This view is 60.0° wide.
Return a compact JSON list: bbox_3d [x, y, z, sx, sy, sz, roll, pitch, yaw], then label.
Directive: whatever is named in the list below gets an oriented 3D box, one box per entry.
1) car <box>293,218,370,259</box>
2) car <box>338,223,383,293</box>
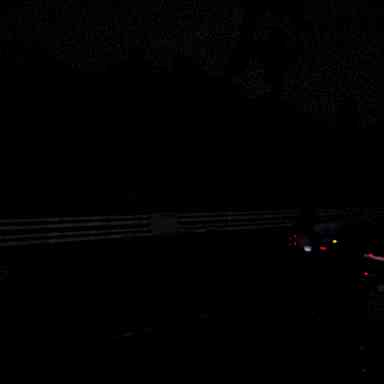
[{"bbox_3d":[5.571,1.642,11.855,4.674,1.442,1.812,1,0,-34],"label":"car"},{"bbox_3d":[5.893,1.587,7.829,4.902,1.511,2.128,1,0,-35],"label":"car"}]
